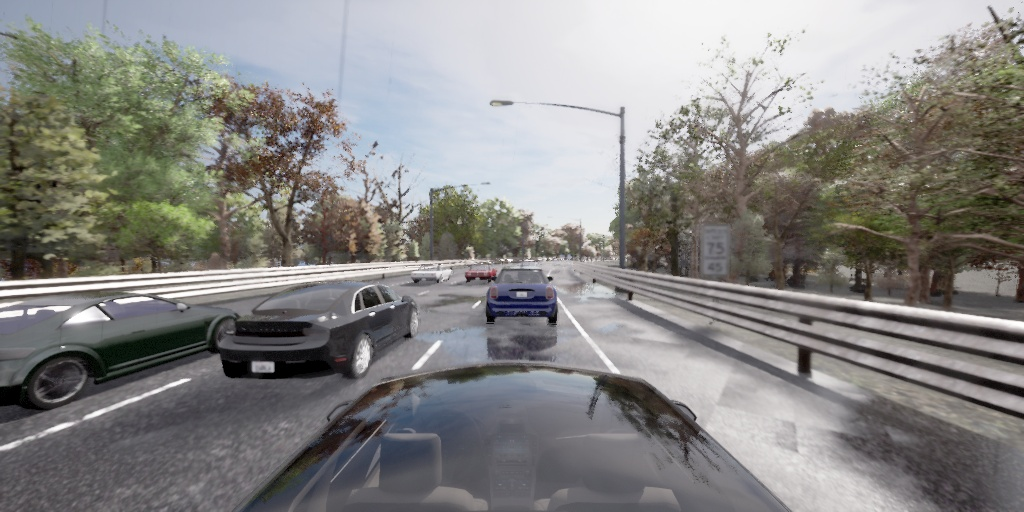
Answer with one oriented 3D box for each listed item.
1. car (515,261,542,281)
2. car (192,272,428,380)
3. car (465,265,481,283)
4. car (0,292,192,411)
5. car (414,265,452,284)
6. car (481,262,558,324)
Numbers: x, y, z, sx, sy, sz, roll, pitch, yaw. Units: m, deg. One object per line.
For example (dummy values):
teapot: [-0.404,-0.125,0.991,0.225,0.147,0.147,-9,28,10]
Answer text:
car: [1.543,1.227,31.256,2.128,1.511,4.902,0,0,5]
car: [-3.299,1.246,7.235,1.837,1.490,4.892,0,0,1]
car: [-2.280,1.326,27.804,1.895,1.301,4.718,0,0,5]
car: [-6.816,1.300,6.105,1.994,1.385,4.181,0,0,1]
car: [-5.871,1.315,26.777,1.895,1.301,4.718,0,0,4]
car: [0.340,1.096,12.178,2.097,1.767,4.553,0,0,2]
